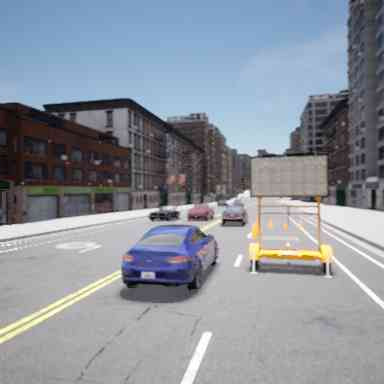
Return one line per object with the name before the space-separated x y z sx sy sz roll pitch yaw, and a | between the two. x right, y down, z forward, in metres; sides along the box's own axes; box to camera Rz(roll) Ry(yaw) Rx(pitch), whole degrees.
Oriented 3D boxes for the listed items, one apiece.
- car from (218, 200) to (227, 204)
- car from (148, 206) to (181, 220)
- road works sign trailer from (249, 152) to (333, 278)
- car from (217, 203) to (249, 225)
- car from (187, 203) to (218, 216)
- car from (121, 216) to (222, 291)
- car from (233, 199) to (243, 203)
car | 6.441 2.426 70.526 1.837 1.490 4.892 -1 -1 13
car | -2.482 2.020 30.970 1.895 1.301 4.718 -1 -1 13
road works sign trailer | 3.095 0.572 10.687 2.380 3.560 2.880 -1 -1 15
car | 3.560 1.868 27.298 2.033 1.411 5.357 -1 -1 13
car | 0.877 1.872 31.108 1.882 1.535 5.008 -1 -1 13
car | -0.437 1.645 9.380 1.812 1.442 4.674 -1 -1 13
car | 9.801 2.258 70.664 2.097 1.767 4.553 -1 -1 13
